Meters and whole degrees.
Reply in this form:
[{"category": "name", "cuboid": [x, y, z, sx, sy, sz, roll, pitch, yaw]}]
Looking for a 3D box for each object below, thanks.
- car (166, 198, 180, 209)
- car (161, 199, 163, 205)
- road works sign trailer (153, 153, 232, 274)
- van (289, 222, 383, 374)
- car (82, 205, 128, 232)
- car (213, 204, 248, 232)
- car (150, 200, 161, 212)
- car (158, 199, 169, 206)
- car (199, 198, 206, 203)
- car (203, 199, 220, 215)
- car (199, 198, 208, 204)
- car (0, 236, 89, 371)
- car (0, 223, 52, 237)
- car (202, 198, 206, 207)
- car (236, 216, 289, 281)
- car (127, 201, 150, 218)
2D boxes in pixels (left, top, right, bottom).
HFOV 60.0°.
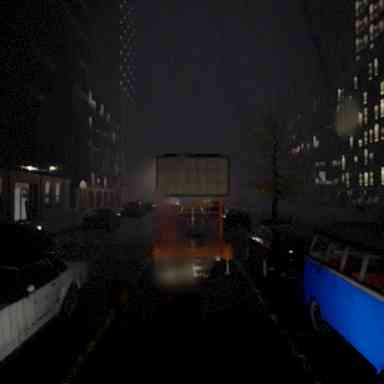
[{"category": "car", "cuboid": [-2.998, 1.775, 53.798, 2.097, 1.767, 4.553, 0, 0, 0]}, {"category": "car", "cuboid": [-5.676, 1.937, 49.723, 1.887, 1.381, 4.507, 0, 0, 0]}, {"category": "road works sign trailer", "cuboid": [0.026, 0.550, 10.850, 2.380, 3.560, 2.880, 0, 0, 0]}, {"category": "van", "cuboid": [2.699, 1.375, 4.191, 1.690, 1.788, 3.998, 0, 0, 0]}, {"category": "car", "cuboid": [-5.680, 1.718, 21.278, 2.008, 1.369, 4.403, 0, 0, 0]}, {"category": "car", "cuboid": [2.700, 1.718, 21.256, 2.008, 1.369, 4.403, 0, 0, 0]}, {"category": "car", "cuboid": [-5.677, 1.898, 44.034, 2.008, 1.369, 4.403, 0, 0, 0]}, {"category": "car", "cuboid": [-5.673, 2.075, 66.790, 1.887, 1.381, 4.507, 0, 0, 0]}, {"category": "car", "cuboid": [2.711, 2.244, 89.690, 1.752, 1.417, 4.829, 0, 0, 0]}, {"category": "car", "cuboid": [2.703, 1.852, 38.322, 2.008, 1.369, 4.403, 0, 0, 0]}, {"category": "car", "cuboid": [2.709, 2.189, 78.142, 1.947, 1.339, 4.313, 0, 0, 0]}, {"category": "car", "cuboid": [-3.100, 1.639, 4.763, 1.895, 1.301, 4.718, 0, 0, 0]}, {"category": "car", "cuboid": [-5.683, 1.644, 9.900, 1.947, 1.339, 4.313, 0, 0, 0]}, {"category": "car", "cuboid": [2.704, 1.787, 44.011, 1.967, 1.590, 4.097, 0, 0, 0]}, {"category": "car", "cuboid": [2.698, 1.629, 9.878, 2.008, 1.369, 4.403, 0, 0, 0]}, {"category": "car", "cuboid": [-5.678, 1.697, 32.657, 1.967, 1.590, 4.097, 0, 0, 0]}]
